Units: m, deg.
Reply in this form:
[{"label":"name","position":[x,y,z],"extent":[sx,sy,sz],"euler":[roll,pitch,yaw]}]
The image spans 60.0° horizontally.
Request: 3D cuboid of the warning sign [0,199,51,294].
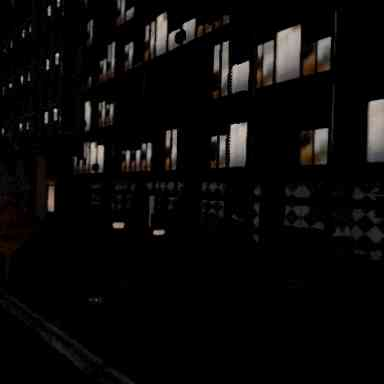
[{"label":"warning sign","position":[-3.989,1.107,7.232],"extent":[1.300,1.860,1.060],"euler":[3,-1,-45]}]
